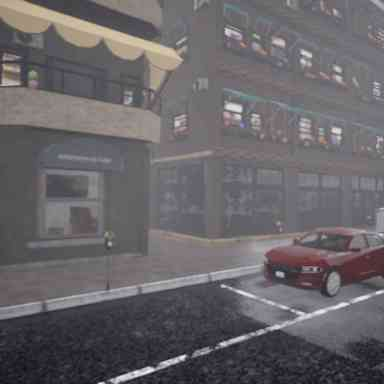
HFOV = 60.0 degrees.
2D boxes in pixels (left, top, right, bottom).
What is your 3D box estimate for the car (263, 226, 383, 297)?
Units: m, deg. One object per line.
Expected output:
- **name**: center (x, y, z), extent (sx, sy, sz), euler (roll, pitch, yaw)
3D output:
- **car**: center (3.821, 1.639, 8.816), extent (4.507, 1.381, 1.887), euler (1, 0, -35)
